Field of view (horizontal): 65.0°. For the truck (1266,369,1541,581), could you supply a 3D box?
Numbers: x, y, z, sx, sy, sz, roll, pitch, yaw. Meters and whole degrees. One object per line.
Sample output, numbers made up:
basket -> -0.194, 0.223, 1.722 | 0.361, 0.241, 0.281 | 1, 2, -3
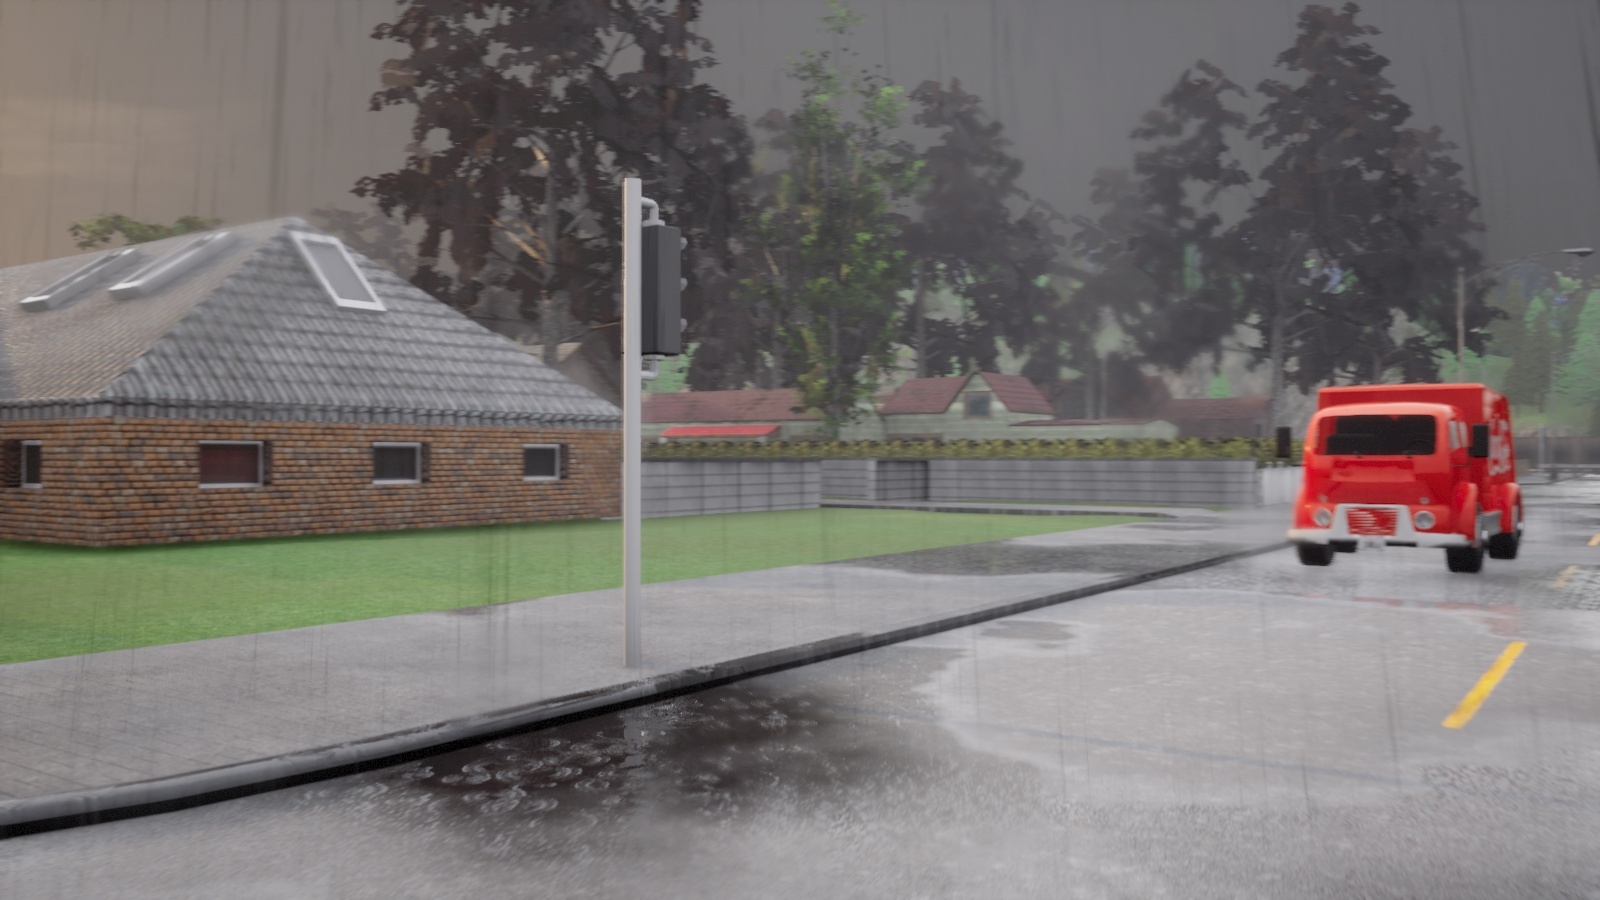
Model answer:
truck -> 8.562, 0.308, 17.501 | 2.627, 2.467, 5.204 | 0, 0, 35
